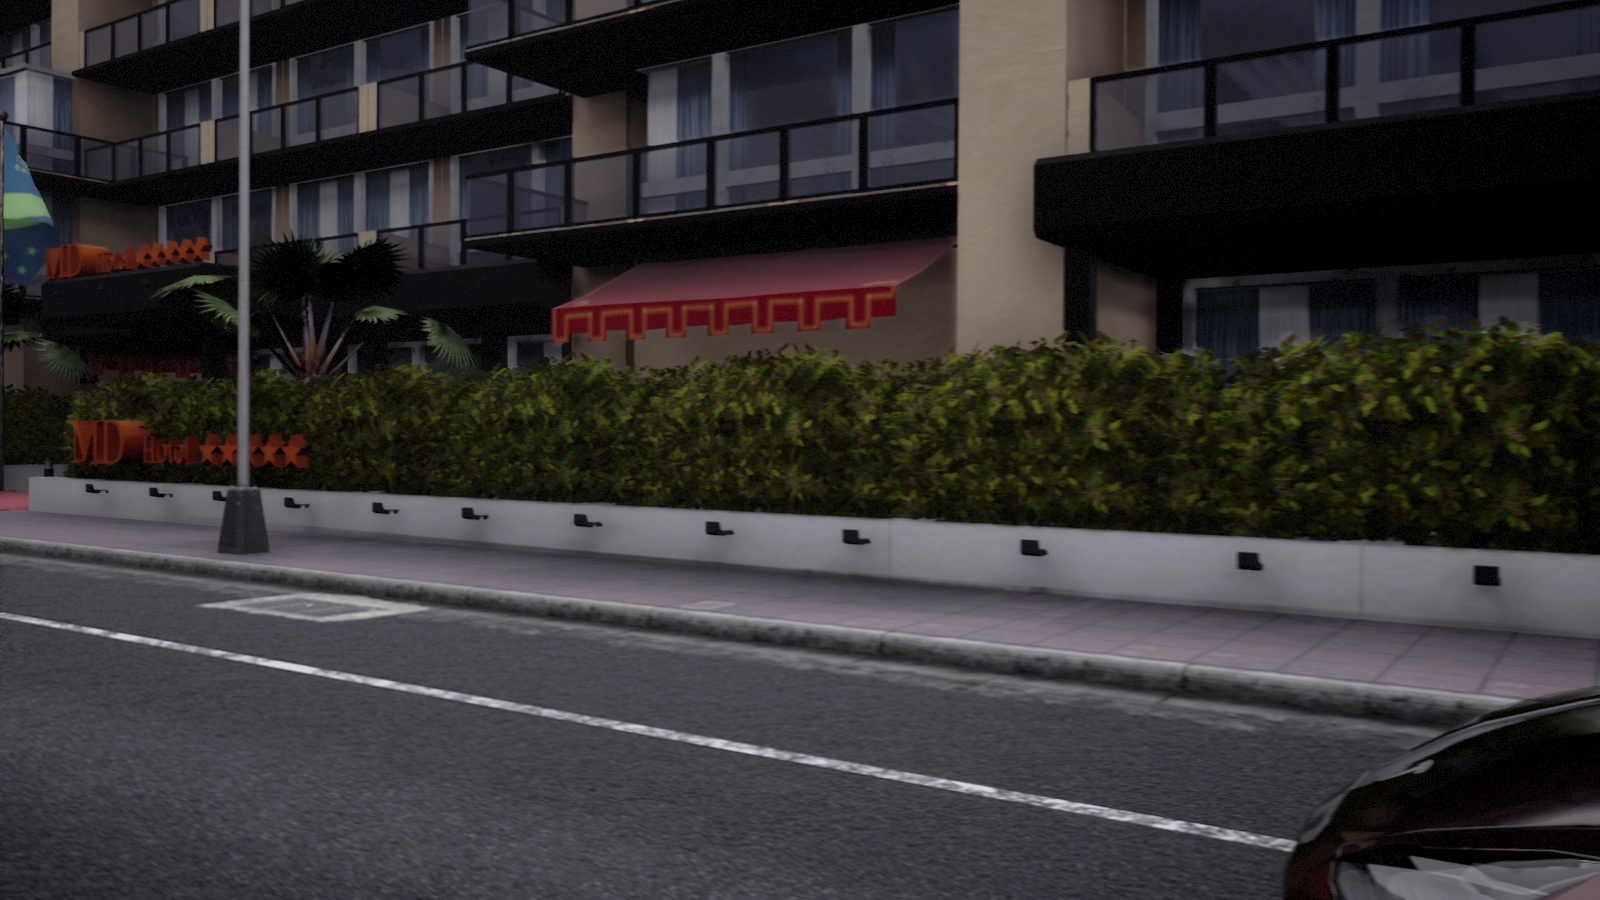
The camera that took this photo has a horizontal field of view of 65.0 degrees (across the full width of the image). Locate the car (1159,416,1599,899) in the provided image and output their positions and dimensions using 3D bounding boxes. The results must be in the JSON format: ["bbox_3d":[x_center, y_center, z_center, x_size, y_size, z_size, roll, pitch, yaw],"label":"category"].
[{"bbox_3d":[3.157,0.679,1.526,4.792,1.488,2.163,0,1,34],"label":"car"}]
